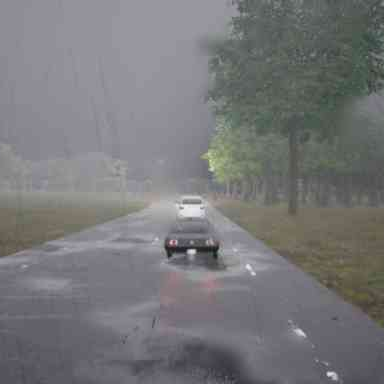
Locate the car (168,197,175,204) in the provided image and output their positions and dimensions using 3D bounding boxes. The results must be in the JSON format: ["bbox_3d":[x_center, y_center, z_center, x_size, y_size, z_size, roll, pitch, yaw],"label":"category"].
[{"bbox_3d":[-3.539,1.622,64.504,1.895,1.301,4.718,0,1,1],"label":"car"}]

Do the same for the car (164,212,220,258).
[{"bbox_3d":[0.010,1.697,13.222,1.895,1.301,4.718,0,0,0],"label":"car"}]

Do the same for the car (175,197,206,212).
[{"bbox_3d":[-0.001,1.377,27.512,2.150,2.045,5.566,0,0,0],"label":"car"}]
